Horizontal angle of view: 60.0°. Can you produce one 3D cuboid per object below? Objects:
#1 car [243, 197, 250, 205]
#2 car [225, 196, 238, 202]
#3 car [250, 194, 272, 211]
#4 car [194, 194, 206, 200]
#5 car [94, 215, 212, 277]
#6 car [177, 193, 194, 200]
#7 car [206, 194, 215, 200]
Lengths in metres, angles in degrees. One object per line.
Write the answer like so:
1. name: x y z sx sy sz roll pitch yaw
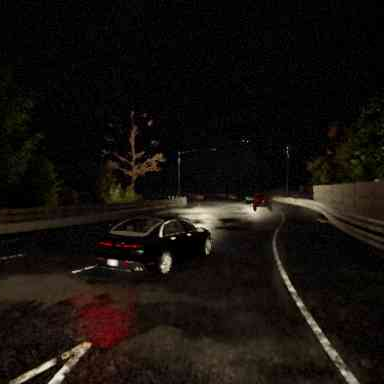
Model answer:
1. car: 10.142 1.569 58.223 1.895 1.301 4.718 0 0 0
2. car: 8.945 1.489 75.422 1.994 1.385 4.181 0 0 -8
3. car: 8.742 1.206 41.635 2.150 2.045 5.566 1 0 9
4. car: 1.439 1.352 92.329 1.882 1.535 5.008 0 0 -19
5. car: -0.911 1.487 10.347 1.837 1.490 4.892 1 0 25
6. car: -1.859 1.331 91.135 1.882 1.535 5.008 0 0 -19
7. car: 4.732 1.361 93.496 1.882 1.535 5.008 0 0 -19
